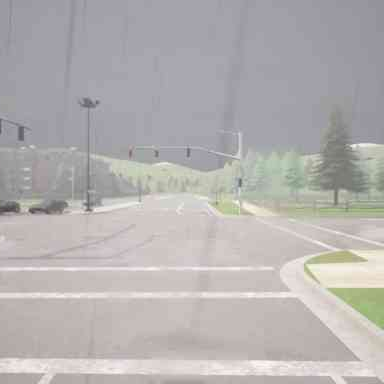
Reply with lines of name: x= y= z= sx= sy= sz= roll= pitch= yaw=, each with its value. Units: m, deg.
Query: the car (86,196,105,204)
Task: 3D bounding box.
car: x=-18.423 y=1.514 z=63.654 sx=2.128 sy=1.511 sz=4.902 roll=0 pitch=0 yaw=0

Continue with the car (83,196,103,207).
car: x=-15.005 y=1.506 z=50.256 sx=1.837 sy=1.490 sz=4.892 roll=0 pitch=0 yaw=0

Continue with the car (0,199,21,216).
car: x=-18.552 y=1.491 z=32.274 sx=2.128 sy=1.511 sz=4.902 roll=0 pitch=0 yaw=0

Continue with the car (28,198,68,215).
car: x=-15.045 y=1.547 z=34.781 sx=2.033 sy=1.411 sz=5.357 roll=0 pitch=0 yaw=0

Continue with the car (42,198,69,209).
car: x=-18.529 y=1.564 z=45.417 sx=1.994 sy=1.385 sz=4.181 roll=0 pitch=0 yaw=0
